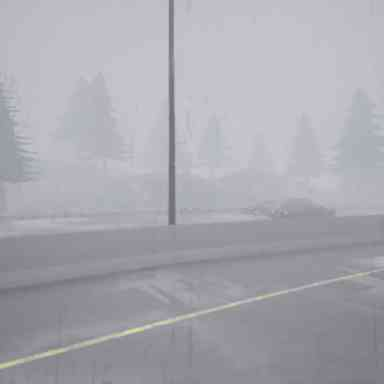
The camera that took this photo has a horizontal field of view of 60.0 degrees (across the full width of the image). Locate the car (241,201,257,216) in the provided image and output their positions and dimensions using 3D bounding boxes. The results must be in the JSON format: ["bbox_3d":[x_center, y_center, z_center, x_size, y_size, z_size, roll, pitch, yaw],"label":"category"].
[{"bbox_3d":[6.940,1.443,31.501,4.892,1.490,1.837,0,0,-22],"label":"car"}]

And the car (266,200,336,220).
[{"bbox_3d":[8.139,1.513,24.386,4.718,1.301,1.895,0,0,-23],"label":"car"}]

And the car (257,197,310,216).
[{"bbox_3d":[8.263,1.253,28.260,4.553,1.767,2.097,0,0,-22],"label":"car"}]
